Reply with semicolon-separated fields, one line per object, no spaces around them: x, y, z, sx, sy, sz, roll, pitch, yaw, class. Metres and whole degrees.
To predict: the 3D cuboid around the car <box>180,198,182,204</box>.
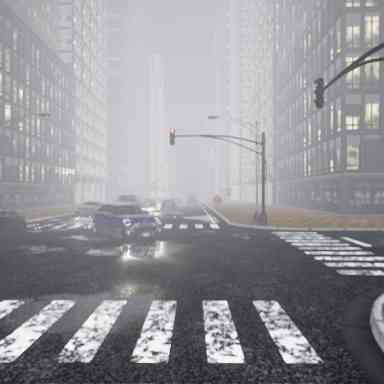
-3.156;1.774;69.991;1.994;1.385;4.181;0;0;0;car

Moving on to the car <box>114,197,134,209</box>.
-9.830;1.593;48.591;1.882;1.535;5.008;0;0;0;car

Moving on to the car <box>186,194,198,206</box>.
0.017;1.668;60.234;1.837;1.490;4.892;0;0;0;car

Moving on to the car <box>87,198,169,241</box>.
-3.439;1.376;17.063;2.097;1.767;4.553;1;0;-37;car

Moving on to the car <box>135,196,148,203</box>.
-9.732;1.453;64.405;1.994;1.385;4.181;0;0;0;car

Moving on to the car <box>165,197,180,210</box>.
-3.138;1.594;45.293;2.128;1.511;4.902;0;0;0;car

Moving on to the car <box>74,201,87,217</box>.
-9.842;1.587;32.275;1.812;1.442;4.674;0;0;0;car

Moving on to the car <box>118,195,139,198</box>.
-6.589;1.289;34.154;2.150;2.045;5.566;0;0;0;car

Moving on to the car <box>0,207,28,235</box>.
-9.847;1.511;16.146;2.128;1.511;4.902;0;0;0;car
